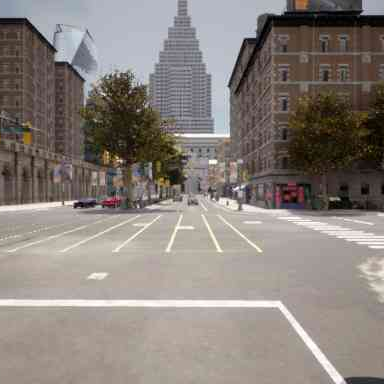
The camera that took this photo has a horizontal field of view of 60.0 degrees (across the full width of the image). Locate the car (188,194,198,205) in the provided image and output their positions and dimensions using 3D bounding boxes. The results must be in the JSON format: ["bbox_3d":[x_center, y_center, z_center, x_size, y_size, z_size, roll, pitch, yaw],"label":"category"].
[{"bbox_3d":[0.134,1.547,60.831,2.033,1.411,5.357,0,0,0],"label":"car"}]

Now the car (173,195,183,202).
[{"bbox_3d":[-3.457,1.540,77.834,2.033,1.411,5.357,0,0,0],"label":"car"}]

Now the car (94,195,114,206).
[{"bbox_3d":[-14.969,1.352,56.819,2.097,1.767,4.553,0,0,0],"label":"car"}]

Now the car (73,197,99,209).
[{"bbox_3d":[-15.047,1.601,46.711,1.895,1.301,4.718,0,0,0],"label":"car"}]

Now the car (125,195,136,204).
[{"bbox_3d":[-11.468,1.505,57.732,1.837,1.490,4.892,0,0,0],"label":"car"}]

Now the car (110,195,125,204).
[{"bbox_3d":[-14.963,1.477,66.919,1.882,1.535,5.008,0,0,0],"label":"car"}]

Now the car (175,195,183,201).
[{"bbox_3d":[-3.452,1.500,87.319,1.837,1.490,4.892,0,0,0],"label":"car"}]

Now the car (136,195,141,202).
[{"bbox_3d":[-11.462,1.352,67.722,2.097,1.767,4.553,0,0,0],"label":"car"}]

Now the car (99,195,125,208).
[{"bbox_3d":[-11.542,1.477,47.935,1.882,1.535,5.008,0,0,0],"label":"car"}]

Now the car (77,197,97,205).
[{"bbox_3d":[-18.217,1.595,57.827,1.895,1.301,4.718,0,0,0],"label":"car"}]

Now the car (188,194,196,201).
[{"bbox_3d":[0.048,1.355,87.401,2.097,1.767,4.553,0,0,0],"label":"car"}]
